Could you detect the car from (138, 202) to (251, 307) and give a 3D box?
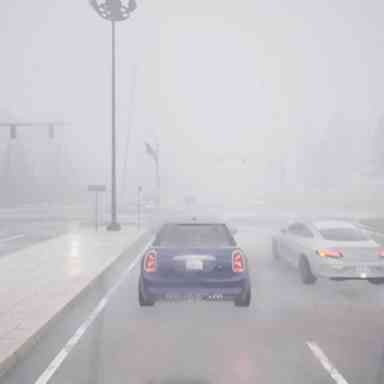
[{"bbox_3d":[0.058,1.292,8.014,2.097,1.767,4.553,0,0,0],"label":"car"}]

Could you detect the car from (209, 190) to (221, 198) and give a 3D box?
[{"bbox_3d":[6.228,0.589,85.131,2.150,2.045,5.566,0,0,-1],"label":"car"}]

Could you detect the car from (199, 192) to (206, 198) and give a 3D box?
[{"bbox_3d":[2.723,0.886,85.400,1.812,1.442,4.674,0,0,-1],"label":"car"}]

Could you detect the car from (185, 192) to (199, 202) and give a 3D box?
[{"bbox_3d":[-0.244,1.122,54.834,1.812,1.442,4.674,0,0,-1],"label":"car"}]

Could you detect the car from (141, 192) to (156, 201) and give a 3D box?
[{"bbox_3d":[-8.443,0.881,64.003,2.097,1.767,4.553,0,0,0],"label":"car"}]

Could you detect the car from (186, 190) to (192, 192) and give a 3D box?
[{"bbox_3d":[-0.777,0.862,85.337,1.837,1.490,4.892,0,0,-1],"label":"car"}]

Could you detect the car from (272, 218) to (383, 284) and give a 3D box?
[{"bbox_3d":[3.561,1.457,9.219,1.812,1.442,4.674,0,0,0],"label":"car"}]
